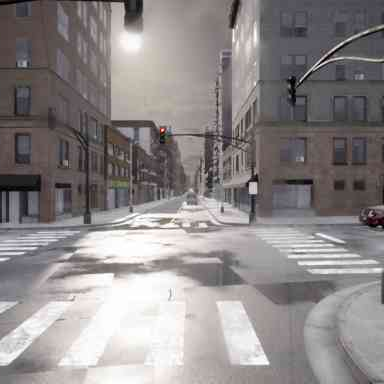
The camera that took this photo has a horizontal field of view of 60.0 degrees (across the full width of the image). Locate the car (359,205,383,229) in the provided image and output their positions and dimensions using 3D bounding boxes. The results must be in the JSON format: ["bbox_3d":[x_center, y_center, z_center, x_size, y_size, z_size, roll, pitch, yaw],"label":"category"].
[{"bbox_3d":[12.058,1.123,18.418,5.009,1.841,2.192,-1,1,0],"label":"car"}]

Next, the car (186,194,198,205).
[{"bbox_3d":[0.000,1.593,60.066,2.033,1.411,5.357,0,0,0],"label":"car"}]
